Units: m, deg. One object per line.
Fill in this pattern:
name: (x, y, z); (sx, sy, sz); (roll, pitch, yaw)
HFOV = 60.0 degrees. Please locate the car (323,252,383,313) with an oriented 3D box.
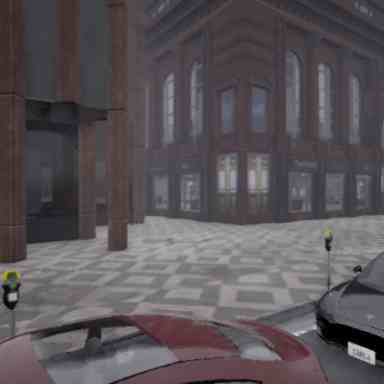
car: (3.796, 1.542, 5.221); (4.313, 1.339, 1.947); (0, 0, -35)

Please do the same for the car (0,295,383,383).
car: (-0.801, 1.575, 1.959); (4.206, 1.307, 1.802); (0, 0, -35)
